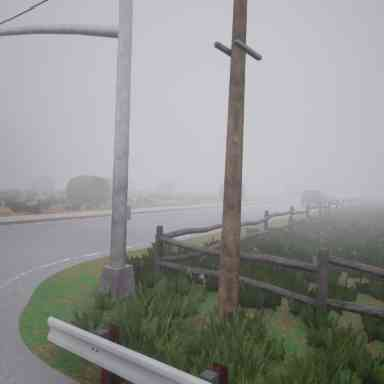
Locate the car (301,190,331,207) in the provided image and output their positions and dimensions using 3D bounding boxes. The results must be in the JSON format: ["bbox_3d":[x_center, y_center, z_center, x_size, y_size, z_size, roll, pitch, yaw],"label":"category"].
[{"bbox_3d":[15.385,0.808,41.846,2.150,2.045,5.566,3,2,34],"label":"car"}]

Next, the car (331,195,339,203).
[{"bbox_3d":[21.135,1.131,50.745,1.994,1.385,4.181,3,2,33],"label":"car"}]

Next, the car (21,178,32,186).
[{"bbox_3d":[-39.208,-2.341,79.243,1.905,1.878,3.866,8,2,-13],"label":"car"}]
